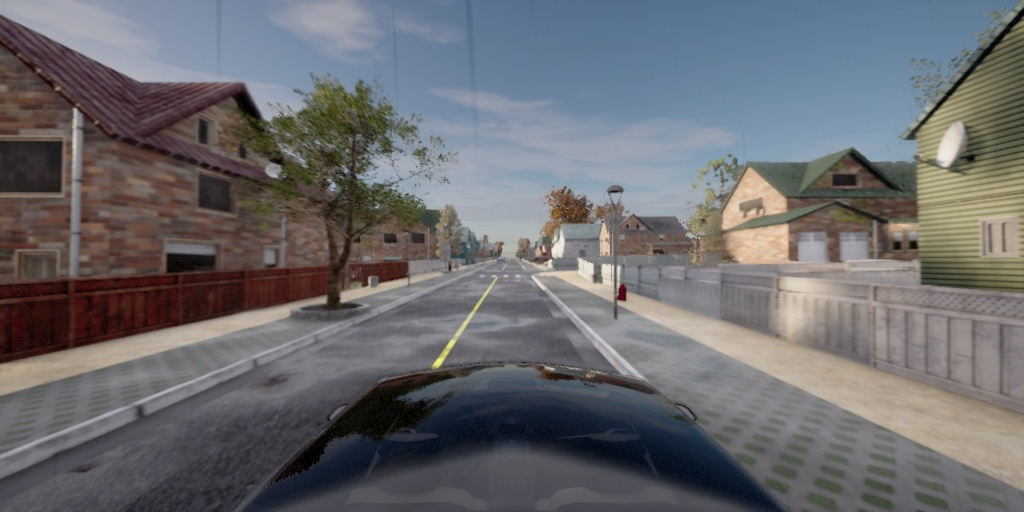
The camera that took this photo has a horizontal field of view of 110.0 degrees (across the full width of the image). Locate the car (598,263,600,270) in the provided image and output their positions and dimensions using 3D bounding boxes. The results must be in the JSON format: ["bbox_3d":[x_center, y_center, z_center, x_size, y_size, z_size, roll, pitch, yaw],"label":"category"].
[{"bbox_3d":[11.438,0.952,39.925,4.718,1.301,1.895,-2,-1,1],"label":"car"}]
